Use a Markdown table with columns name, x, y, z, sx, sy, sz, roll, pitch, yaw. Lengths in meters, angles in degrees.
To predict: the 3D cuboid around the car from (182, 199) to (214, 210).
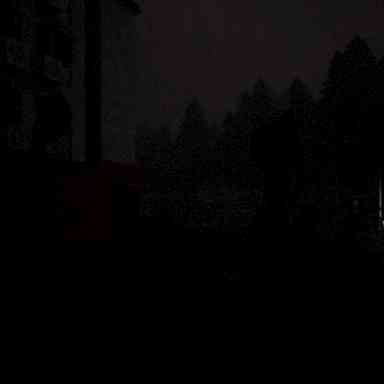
| name | x | y | z | sx | sy | sz | roll | pitch | yaw |
| --- | --- | --- | --- | --- | --- | --- | --- | --- | --- |
| car | 0.769 | 1.581 | 42.905 | 1.895 | 1.301 | 4.718 | 0 | 0 | -35 |

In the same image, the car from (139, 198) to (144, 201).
| name | x | y | z | sx | sy | sz | roll | pitch | yaw |
| --- | --- | --- | --- | --- | --- | --- | --- | --- | --- |
| car | -9.905 | 1.548 | 58.048 | 1.812 | 1.442 | 4.674 | 0 | 0 | -35 |
